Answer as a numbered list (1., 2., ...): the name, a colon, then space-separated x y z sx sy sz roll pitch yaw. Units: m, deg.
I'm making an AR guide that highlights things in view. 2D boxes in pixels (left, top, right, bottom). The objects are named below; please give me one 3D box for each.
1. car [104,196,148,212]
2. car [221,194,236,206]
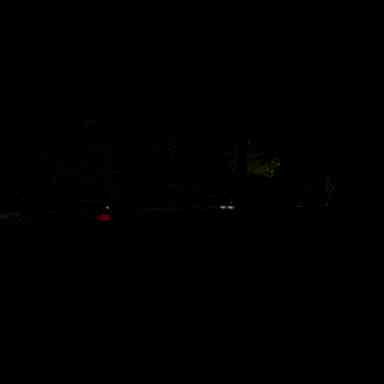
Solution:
1. car: -6.441 1.205 32.884 1.837 1.490 4.892 1 0 35
2. car: 7.305 1.360 58.274 2.150 2.045 5.566 1 -1 35
